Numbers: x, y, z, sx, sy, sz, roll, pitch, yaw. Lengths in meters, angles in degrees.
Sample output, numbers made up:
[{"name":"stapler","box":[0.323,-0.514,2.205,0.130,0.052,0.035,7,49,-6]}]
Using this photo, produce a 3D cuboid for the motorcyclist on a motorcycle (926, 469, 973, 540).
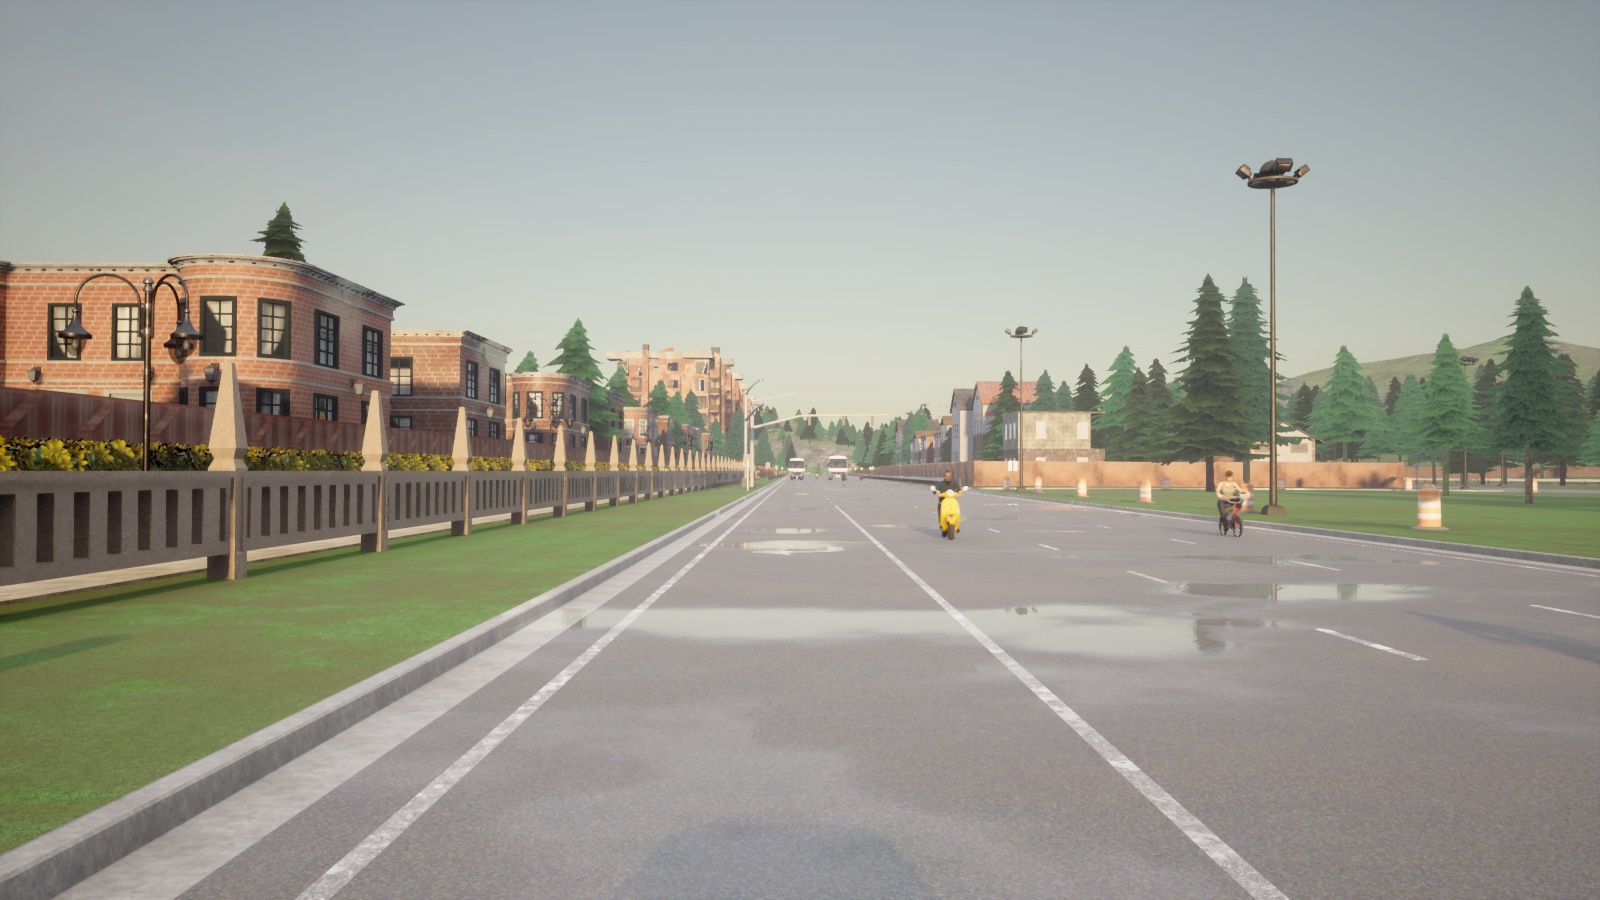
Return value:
[{"name":"motorcyclist on a motorcycle","box":[3.433,1.240,28.970,0.866,1.590,1.817,0,-1,0]}]

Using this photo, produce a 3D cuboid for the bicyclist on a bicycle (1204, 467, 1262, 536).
[{"name":"bicyclist on a bicycle","box":[10.425,1.217,30.298,0.866,1.612,1.509,0,-1,0]}]
